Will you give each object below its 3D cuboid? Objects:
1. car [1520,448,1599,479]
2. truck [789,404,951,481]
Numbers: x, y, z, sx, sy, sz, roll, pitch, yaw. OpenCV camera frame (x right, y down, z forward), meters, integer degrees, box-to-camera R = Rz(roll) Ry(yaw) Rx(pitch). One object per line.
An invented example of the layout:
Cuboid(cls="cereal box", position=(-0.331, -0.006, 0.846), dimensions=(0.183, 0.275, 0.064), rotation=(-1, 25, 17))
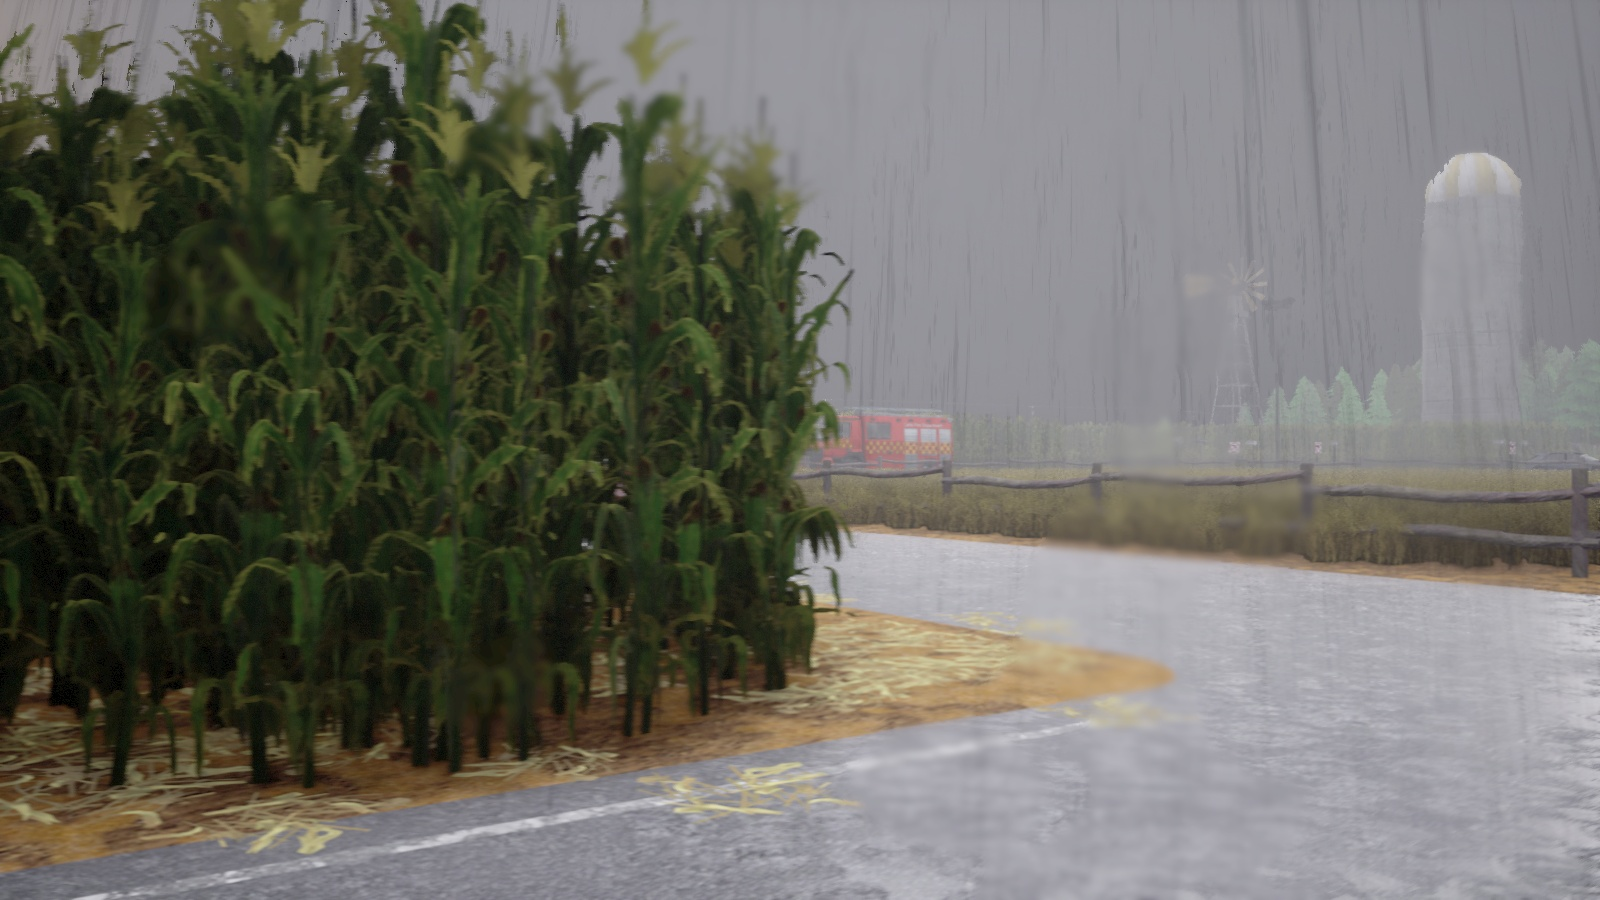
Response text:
Cuboid(cls="car", position=(42.005, 0.732, 67.979), dimensions=(2.033, 1.649, 4.856), rotation=(0, 0, -39))
Cuboid(cls="truck", position=(3.762, -0.330, 66.070), dimensions=(8.468, 3.827, 2.891), rotation=(0, 0, -34))
